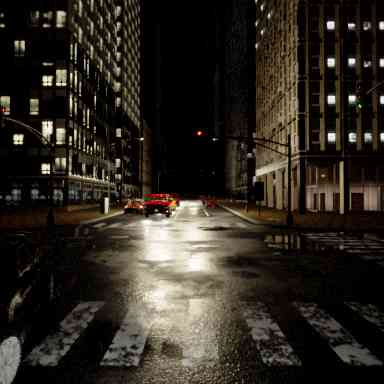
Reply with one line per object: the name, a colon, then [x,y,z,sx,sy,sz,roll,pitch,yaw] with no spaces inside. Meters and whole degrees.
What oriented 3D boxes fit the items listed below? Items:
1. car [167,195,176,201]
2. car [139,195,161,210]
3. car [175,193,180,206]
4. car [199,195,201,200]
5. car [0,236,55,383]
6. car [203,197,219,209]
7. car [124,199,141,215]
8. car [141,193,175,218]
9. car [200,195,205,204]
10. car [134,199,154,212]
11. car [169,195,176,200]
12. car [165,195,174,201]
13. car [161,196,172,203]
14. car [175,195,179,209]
car: [-5.552,1.587,89.548,2.008,1.369,4.403,1,0,0]
car: [-5.609,1.332,44.947,2.192,1.841,5.009,1,0,0]
car: [-3.019,1.241,52.051,2.150,2.045,5.566,0,0,0]
car: [2.789,1.590,61.730,1.947,1.339,4.313,1,0,0]
car: [-3.344,1.480,5.062,1.882,1.535,5.008,1,0,-15]
car: [2.765,1.599,44.997,1.802,1.307,4.206,1,0,0]
car: [-5.627,1.453,33.796,1.967,1.590,4.097,1,0,0]
car: [-3.051,1.233,31.125,2.150,2.045,5.566,0,0,0]
car: [2.783,1.547,56.322,1.752,1.417,4.829,1,0,0]
car: [-5.623,1.597,39.371,1.802,1.307,4.206,1,0,0]
car: [-5.545,1.605,95.123,1.947,1.339,4.313,1,0,0]
car: [-5.560,1.578,83.972,1.887,1.381,4.507,1,0,0]
car: [-5.575,1.573,72.822,1.887,1.381,4.507,1,0,0]
car: [-3.040,1.493,41.552,1.882,1.535,5.008,0,0,0]
